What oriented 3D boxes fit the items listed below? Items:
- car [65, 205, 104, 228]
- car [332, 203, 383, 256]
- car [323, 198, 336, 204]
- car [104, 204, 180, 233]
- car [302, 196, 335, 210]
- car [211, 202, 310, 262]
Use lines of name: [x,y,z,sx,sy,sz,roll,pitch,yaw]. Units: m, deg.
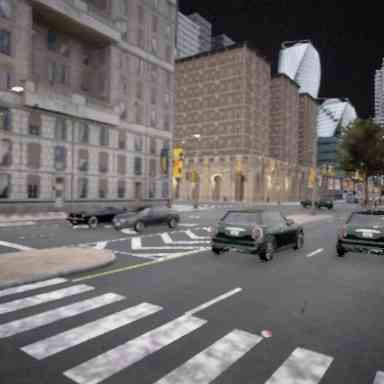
car: [-5.583,1.469,21.290,1.895,1.301,4.718,1,0,36]
car: [7.169,1.484,12.967,2.097,1.767,4.553,1,0,36]
car: [33.280,2.187,80.675,1.895,1.301,4.718,1,0,36]
car: [-2.558,1.456,19.499,1.812,1.442,4.674,1,0,36]
car: [18.247,1.540,48.668,2.150,2.045,5.566,2,0,-14]
car: [2.646,1.393,12.711,2.097,1.767,4.553,1,0,36]
